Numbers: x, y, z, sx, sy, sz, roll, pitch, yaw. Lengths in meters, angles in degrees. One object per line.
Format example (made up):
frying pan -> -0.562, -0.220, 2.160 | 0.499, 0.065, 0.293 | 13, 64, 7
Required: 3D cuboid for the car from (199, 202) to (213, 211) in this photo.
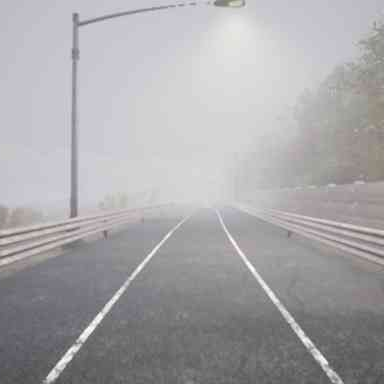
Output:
car -> 2.257, 2.247, 52.727 | 1.812, 1.442, 4.674 | 0, -1, 3
